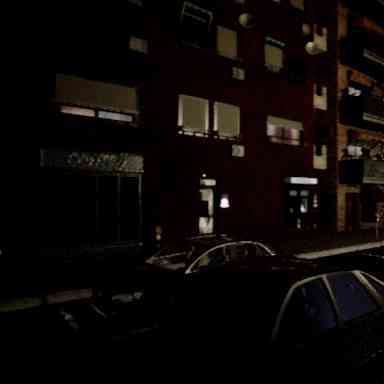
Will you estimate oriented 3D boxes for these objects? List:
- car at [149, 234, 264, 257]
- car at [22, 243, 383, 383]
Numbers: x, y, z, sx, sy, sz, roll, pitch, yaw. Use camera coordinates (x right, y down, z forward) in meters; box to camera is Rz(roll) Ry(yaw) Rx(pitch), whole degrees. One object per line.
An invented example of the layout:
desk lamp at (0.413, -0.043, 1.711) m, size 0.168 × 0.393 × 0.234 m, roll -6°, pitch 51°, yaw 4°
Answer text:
car at (0.237, 1.588, 6.734) m, size 4.403 × 1.369 × 2.008 m, roll 1°, pitch -1°, yaw -36°
car at (0.987, 1.576, 4.084) m, size 5.357 × 1.411 × 2.033 m, roll 1°, pitch 0°, yaw -36°
